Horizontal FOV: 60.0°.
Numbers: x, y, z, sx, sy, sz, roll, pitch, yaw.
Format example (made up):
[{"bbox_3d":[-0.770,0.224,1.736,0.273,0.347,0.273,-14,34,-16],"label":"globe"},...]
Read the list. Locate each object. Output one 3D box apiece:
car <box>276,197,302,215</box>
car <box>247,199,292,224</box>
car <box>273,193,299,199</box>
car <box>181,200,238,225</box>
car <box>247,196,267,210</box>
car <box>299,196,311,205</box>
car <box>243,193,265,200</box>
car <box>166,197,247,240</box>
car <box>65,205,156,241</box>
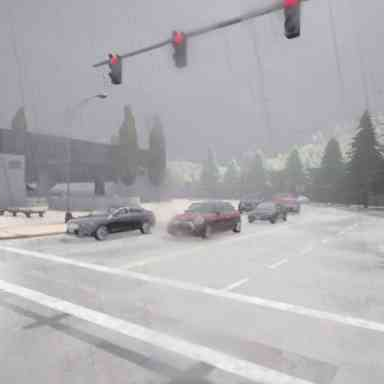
[{"bbox_3d":[9.804,1.496,33.498,1.994,1.385,4.181,0,0,18],"label":"car"},{"bbox_3d":[5.635,1.469,24.490,1.812,1.442,4.674,0,0,31],"label":"car"},{"bbox_3d":[12.023,1.129,43.776,2.150,2.045,5.566,0,0,4],"label":"car"},{"bbox_3d":[1.404,1.416,24.296,2.128,1.511,4.902,0,0,31],"label":"car"},{"bbox_3d":[8.433,1.384,43.287,2.128,1.511,4.902,0,0,6],"label":"car"},{"bbox_3d":[18.337,1.420,56.419,1.812,1.442,4.674,0,0,-10],"label":"car"},{"bbox_3d":[6.047,1.139,33.141,2.150,2.045,5.566,0,0,20],"label":"car"},{"bbox_3d":[0.714,1.298,16.979,2.097,1.767,4.553,0,0,34],"label":"car"},{"bbox_3d":[-3.866,1.418,16.511,2.128,1.511,4.902,0,0,35],"label":"car"}]
